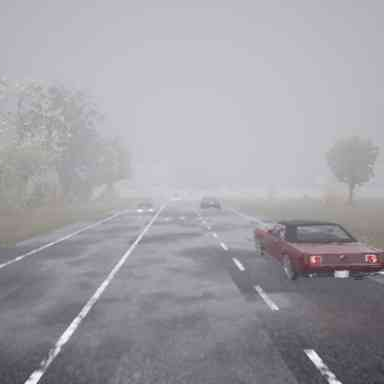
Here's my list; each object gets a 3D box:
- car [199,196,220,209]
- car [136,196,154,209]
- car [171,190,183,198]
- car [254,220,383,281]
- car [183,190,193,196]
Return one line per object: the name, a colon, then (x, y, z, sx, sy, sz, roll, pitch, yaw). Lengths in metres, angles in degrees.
car: (1.888, 1.104, 36.603, 1.994, 1.385, 4.181, -1, 1, -3)
car: (-5.367, 1.149, 38.780, 2.033, 1.411, 5.357, -1, 1, -4)
car: (-3.892, 0.691, 80.047, 1.895, 1.301, 4.718, -1, 1, 2)
car: (3.126, 1.450, 9.377, 1.895, 1.301, 4.718, -1, 1, -3)
car: (-0.745, 0.424, 94.640, 2.033, 1.411, 5.357, -1, 1, -3)
